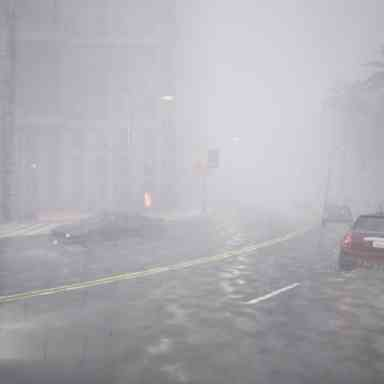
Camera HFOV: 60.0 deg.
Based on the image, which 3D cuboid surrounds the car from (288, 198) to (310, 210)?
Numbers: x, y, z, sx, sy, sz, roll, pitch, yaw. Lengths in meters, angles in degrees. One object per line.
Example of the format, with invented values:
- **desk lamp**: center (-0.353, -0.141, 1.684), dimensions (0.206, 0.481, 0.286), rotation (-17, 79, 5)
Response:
- **car**: center (13.869, 1.500, 43.016), dimensions (1.812, 1.442, 4.674), rotation (0, 0, 2)

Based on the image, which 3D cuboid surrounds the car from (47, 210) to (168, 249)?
- **car**: center (-3.492, 1.534, 14.820), dimensions (2.033, 1.411, 5.357), rotation (0, 0, 42)

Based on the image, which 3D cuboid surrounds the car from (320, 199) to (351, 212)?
- **car**: center (17.255, 1.579, 40.181), dimensions (1.895, 1.301, 4.718), rotation (0, 0, 3)

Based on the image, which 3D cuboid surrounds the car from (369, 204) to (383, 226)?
- **car**: center (14.110, 1.591, 23.914), dimensions (1.895, 1.301, 4.718), rotation (0, 0, 21)

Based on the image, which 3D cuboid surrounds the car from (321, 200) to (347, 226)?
- **car**: center (9.912, 1.536, 22.798), dimensions (2.033, 1.411, 5.357), rotation (0, 0, 24)

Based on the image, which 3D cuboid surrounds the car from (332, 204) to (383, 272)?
- **car**: center (6.089, 1.349, 10.026), dimensions (2.097, 1.767, 4.553), rotation (0, 0, 40)
